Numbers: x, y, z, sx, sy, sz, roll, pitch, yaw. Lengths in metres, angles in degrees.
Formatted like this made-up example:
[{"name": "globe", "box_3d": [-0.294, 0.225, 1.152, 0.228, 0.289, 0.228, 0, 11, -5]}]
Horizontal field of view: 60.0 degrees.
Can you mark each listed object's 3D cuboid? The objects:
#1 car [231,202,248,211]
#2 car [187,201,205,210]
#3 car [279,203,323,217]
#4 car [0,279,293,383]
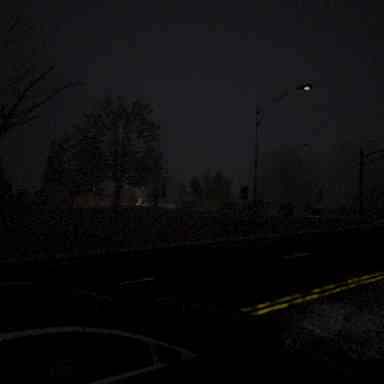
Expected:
[{"name": "car", "box_3d": [6.049, 2.035, 44.424, 1.994, 1.385, 4.181, 3, -2, -37]}, {"name": "car", "box_3d": [0.277, 2.060, 52.647, 1.812, 1.442, 4.674, 3, -2, -34]}, {"name": "car", "box_3d": [11.859, 1.892, 36.479, 1.882, 1.535, 5.008, 3, -2, -36]}, {"name": "car", "box_3d": [-1.248, 1.496, 2.547, 4.902, 1.511, 2.128, 1, 0, -36]}]
